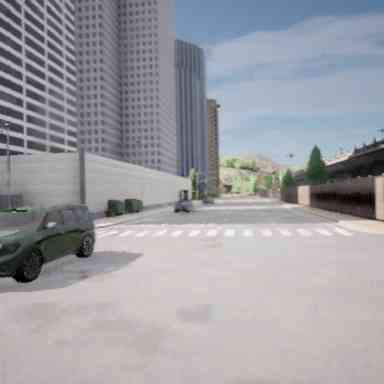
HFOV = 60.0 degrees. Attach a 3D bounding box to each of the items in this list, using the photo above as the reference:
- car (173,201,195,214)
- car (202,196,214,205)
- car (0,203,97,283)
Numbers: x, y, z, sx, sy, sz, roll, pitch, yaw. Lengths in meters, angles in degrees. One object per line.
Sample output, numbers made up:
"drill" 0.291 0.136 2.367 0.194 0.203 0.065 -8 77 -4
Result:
"car" -0.832 1.798 39.065 2.033 1.411 5.357 -1 0 9
"car" 3.225 1.649 66.000 2.097 1.767 4.553 -1 -1 9
"car" -5.094 1.478 10.803 2.150 2.045 5.566 -2 0 9
